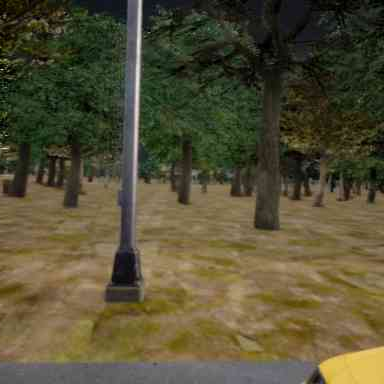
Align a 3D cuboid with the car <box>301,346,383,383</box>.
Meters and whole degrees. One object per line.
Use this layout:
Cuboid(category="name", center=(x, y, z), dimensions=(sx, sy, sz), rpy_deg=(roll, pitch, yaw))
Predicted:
Cuboid(category="car", center=(3.563, 1.567, 2.431), dimensions=(5.366, 1.575, 1.801), rpy_deg=(2, 0, -4))
